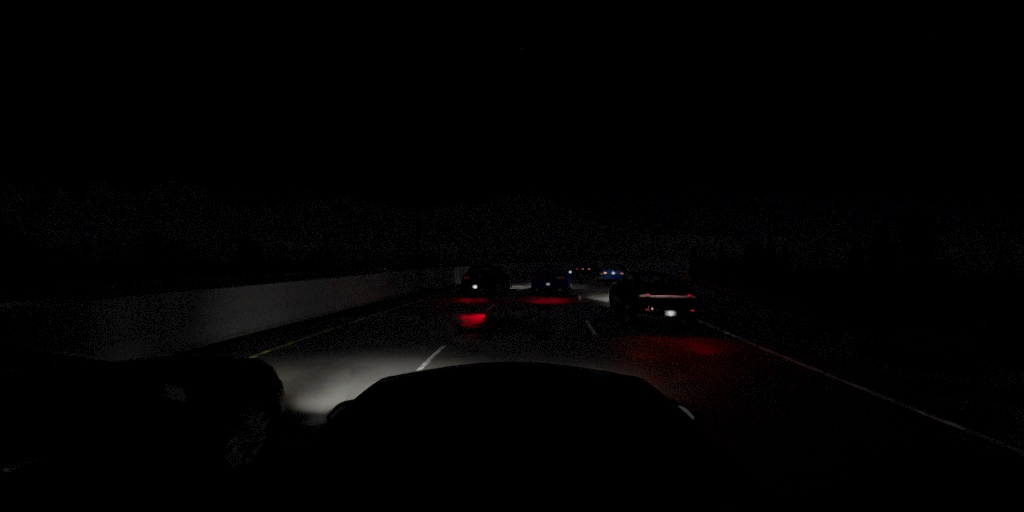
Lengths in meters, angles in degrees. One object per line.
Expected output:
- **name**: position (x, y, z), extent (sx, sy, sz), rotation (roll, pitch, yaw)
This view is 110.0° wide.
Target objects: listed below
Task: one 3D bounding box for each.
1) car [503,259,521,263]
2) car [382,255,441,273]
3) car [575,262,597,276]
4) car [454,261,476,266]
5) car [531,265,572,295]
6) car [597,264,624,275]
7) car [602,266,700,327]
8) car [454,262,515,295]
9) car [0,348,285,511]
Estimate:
- **car**: position (-0.313, 1.251, 52.496), extent (2.128, 1.511, 4.902), rotation (0, 0, 30)
- **car**: position (-7.182, 0.943, 26.421), extent (2.150, 2.045, 5.566), rotation (0, 0, 15)
- **car**: position (8.022, 1.342, 37.690), extent (2.033, 1.411, 5.357), rotation (0, 0, 24)
- **car**: position (-5.962, 1.333, 49.293), extent (1.895, 1.301, 4.718), rotation (0, 0, 26)
- **car**: position (2.305, 1.242, 20.203), extent (1.882, 1.535, 5.008), rotation (0, 0, 12)
- **car**: position (8.503, 1.343, 29.478), extent (2.033, 1.411, 5.357), rotation (0, 0, 19)
- **car**: position (4.382, 1.264, 11.646), extent (2.128, 1.511, 4.902), rotation (0, 0, 7)
- **car**: position (-1.332, 1.252, 19.866), extent (1.837, 1.490, 4.892), rotation (0, 0, 11)
- **car**: position (-3.289, 1.239, 1.780), extent (1.837, 1.490, 4.892), rotation (0, 0, 0)
